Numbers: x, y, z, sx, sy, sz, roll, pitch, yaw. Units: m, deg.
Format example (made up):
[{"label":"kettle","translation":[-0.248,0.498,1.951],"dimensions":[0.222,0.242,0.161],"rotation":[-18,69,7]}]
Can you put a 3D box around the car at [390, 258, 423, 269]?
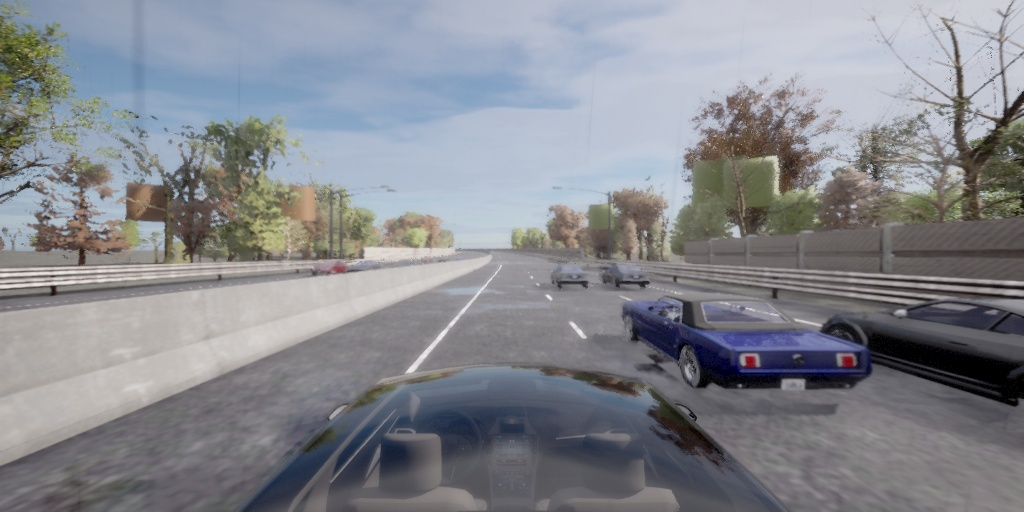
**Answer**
[{"label":"car","translation":[-10.581,1.158,35.537],"dimensions":[1.837,1.490,4.892],"rotation":[0,0,0]}]

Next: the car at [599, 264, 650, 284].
[{"label":"car","translation":[7.095,1.236,22.981],"dimensions":[2.033,1.411,5.357],"rotation":[0,0,0]}]

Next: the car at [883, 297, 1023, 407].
[{"label":"car","translation":[7.071,1.304,5.368],"dimensions":[1.994,1.385,4.181],"rotation":[0,0,0]}]

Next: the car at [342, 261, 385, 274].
[{"label":"car","translation":[-14.084,1.202,34.948],"dimensions":[2.033,1.411,5.357],"rotation":[0,0,0]}]

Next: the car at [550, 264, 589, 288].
[{"label":"car","translation":[3.594,1.237,22.985],"dimensions":[2.033,1.411,5.357],"rotation":[0,0,0]}]

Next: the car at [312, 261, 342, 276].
[{"label":"car","translation":[-17.583,1.180,35.009],"dimensions":[1.812,1.442,4.674],"rotation":[0,0,0]}]

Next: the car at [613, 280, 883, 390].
[{"label":"car","translation":[3.579,1.337,6.758],"dimensions":[1.895,1.301,4.718],"rotation":[0,0,0]}]
